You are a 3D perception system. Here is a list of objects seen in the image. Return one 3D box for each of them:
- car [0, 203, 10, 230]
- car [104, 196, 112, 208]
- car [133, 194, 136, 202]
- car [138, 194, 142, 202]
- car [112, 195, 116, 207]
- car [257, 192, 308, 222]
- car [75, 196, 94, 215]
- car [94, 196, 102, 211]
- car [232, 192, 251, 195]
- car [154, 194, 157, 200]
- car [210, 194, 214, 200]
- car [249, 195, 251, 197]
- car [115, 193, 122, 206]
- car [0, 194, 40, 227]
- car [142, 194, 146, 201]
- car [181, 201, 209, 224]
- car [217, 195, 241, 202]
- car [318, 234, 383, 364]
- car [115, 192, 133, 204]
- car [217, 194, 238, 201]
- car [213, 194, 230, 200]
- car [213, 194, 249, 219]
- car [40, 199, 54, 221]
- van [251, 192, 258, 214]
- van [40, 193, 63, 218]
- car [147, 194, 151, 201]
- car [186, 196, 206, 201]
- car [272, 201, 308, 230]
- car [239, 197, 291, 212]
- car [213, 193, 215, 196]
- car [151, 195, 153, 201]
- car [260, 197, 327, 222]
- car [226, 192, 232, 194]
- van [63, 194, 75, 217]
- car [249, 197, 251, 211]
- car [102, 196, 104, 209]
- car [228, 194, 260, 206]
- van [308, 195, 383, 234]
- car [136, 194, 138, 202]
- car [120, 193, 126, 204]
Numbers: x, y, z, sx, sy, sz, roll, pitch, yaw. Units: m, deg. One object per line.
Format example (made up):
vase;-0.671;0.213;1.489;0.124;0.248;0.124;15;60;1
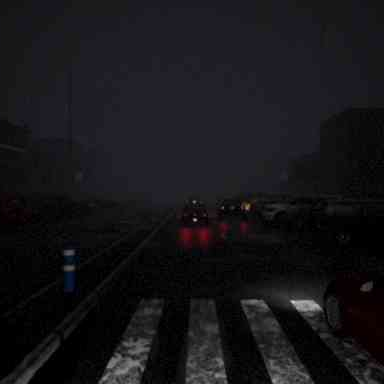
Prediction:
car;-12.805;1.499;17.716;4.792;1.488;2.163;0;0;1
car;-12.660;1.357;39.824;5.008;1.535;2.097;0;0;0
car;-12.559;1.284;56.613;4.674;1.452;2.002;0;0;0
car;-12.706;1.243;62.046;5.366;1.575;1.946;0;0;0
car;-12.677;1.365;42.604;4.792;1.488;2.163;0;0;0
car;7.718;1.202;23.086;5.566;2.045;2.435;0;0;0
car;-12.690;1.160;31.604;5.566;2.045;2.435;0;0;1
car;-12.516;1.392;34.388;5.366;1.575;1.946;0;0;0
car;7.804;1.218;42.394;4.553;1.767;2.185;0;0;0
car;-12.362;1.500;87.045;5.008;1.535;2.097;0;-1;0
car;8.055;1.209;83.736;5.566;2.045;2.435;0;-1;0
car;7.982;1.398;34.118;5.366;1.575;1.946;0;0;0
car;-12.636;1.315;45.383;4.892;1.521;2.231;0;0;0
car;-12.837;1.211;20.369;5.566;2.045;2.435;0;0;1
car;-12.474;1.006;64.824;5.566;2.045;2.435;0;0;0
car;0.211;1.569;24.356;1.895;1.301;4.718;0;0;0
car;7.970;1.335;72.705;5.008;1.535;2.097;0;-1;0
car;3.114;1.529;3.693;1.812;1.442;4.674;0;0;0
car;-12.759;1.252;53.844;5.366;1.575;1.946;0;0;0
car;8.019;1.240;75.463;4.553;1.767;2.185;0;-1;0
car;8.033;1.437;92.006;4.553;1.767;2.185;0;-1;0
car;3.231;1.302;28.525;2.097;1.767;4.553;0;0;0
car;-12.776;1.453;23.270;4.892;1.521;2.231;0;0;0
van;7.655;1.205;28.603;4.442;1.987;1.878;0;0;0
van;-12.879;1.215;26.052;4.442;1.987;1.878;0;0;0
car;-12.435;1.366;76.055;4.892;1.521;2.231;0;-1;0
car;0.287;1.223;41.139;2.097;1.767;4.553;0;0;0
car;7.704;1.493;20.330;4.792;1.488;2.163;0;0;0
car;7.995;1.380;36.878;5.366;1.575;1.946;0;0;0
car;8.030;1.427;78.219;4.792;1.488;2.163;0;-1;0
car;-12.596;1.396;78.836;5.366;1.575;1.946;0;-1;0
car;7.790;1.318;25.845;4.553;1.767;2.185;0;0;0
car;7.820;1.072;45.150;5.566;2.045;2.435;0;0;0
van;-12.857;1.201;28.706;4.442;1.987;1.878;0;0;0
car;7.782;1.456;31.363;4.674;1.452;2.002;0;0;0
car;-12.715;1.251;37.045;4.553;1.767;2.185;0;0;0
car;7.905;1.158;50.663;4.553;1.767;2.185;0;0;0
van;7.824;1.251;14.810;4.442;1.987;1.878;0;0;0
car;-12.536;1.281;59.271;4.674;1.452;2.002;0;0;0
car;-12.616;1.291;48.286;5.008;1.535;2.097;0;0;0
